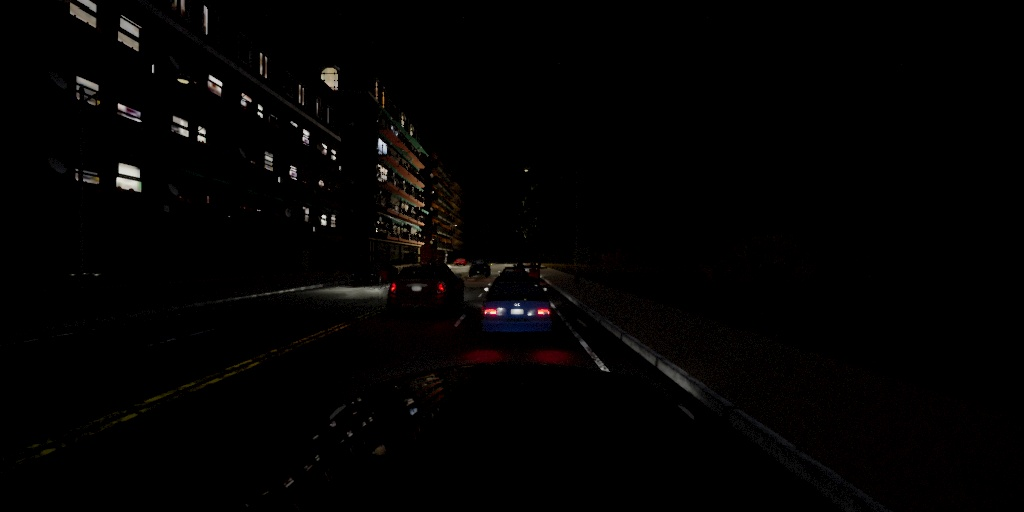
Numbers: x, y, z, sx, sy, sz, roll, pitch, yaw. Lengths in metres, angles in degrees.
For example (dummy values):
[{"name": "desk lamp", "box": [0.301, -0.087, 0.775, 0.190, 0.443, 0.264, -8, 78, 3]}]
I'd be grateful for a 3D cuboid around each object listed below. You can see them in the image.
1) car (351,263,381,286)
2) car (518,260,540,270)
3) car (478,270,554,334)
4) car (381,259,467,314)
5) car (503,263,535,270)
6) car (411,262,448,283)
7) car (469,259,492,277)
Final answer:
[{"name": "car", "box": [-9.820, 1.231, 25.852, 1.882, 1.535, 5.008, 0, 0, 0]}, {"name": "car", "box": [1.173, 1.104, 29.839, 2.097, 1.767, 4.553, 0, 0, 0]}, {"name": "car", "box": [0.112, 1.299, 10.570, 2.033, 1.411, 5.357, 0, 0, 0]}, {"name": "car", "box": [-3.135, 1.105, 13.941, 2.097, 1.767, 4.553, 0, 0, 0]}, {"name": "car", "box": [0.118, 1.317, 20.904, 1.994, 1.385, 4.181, 0, 0, 1]}, {"name": "car", "box": [-6.567, 1.258, 28.984, 1.837, 1.490, 4.892, 0, 0, 0]}, {"name": "car", "box": [-3.106, 1.247, 35.424, 2.128, 1.511, 4.902, 0, 0, 0]}]
